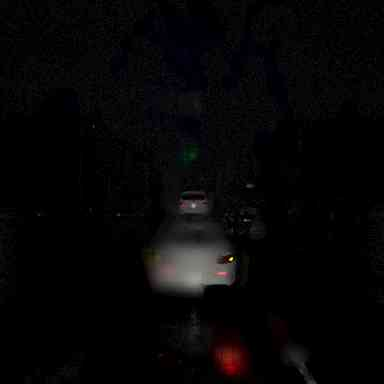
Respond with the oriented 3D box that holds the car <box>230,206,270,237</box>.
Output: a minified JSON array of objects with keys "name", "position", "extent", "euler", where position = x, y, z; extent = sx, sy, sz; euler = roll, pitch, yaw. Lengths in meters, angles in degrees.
[{"name":"car","position":[2.641,1.373,16.291],"extent":[2.008,1.369,4.403],"euler":[-1,1,0]}]

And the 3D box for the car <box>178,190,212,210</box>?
[{"name":"car","position":[0.117,0.954,25.446],"extent":[2.150,2.045,5.566],"euler":[0,1,0]}]

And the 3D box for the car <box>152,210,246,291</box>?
[{"name":"car","position":[0.084,1.430,8.626],"extent":[1.812,1.442,4.674],"euler":[0,1,1]}]

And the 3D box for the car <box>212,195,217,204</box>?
[{"name":"car","position":[2.680,1.030,48.734],"extent":[1.887,1.381,4.507],"euler":[-1,1,0]}]

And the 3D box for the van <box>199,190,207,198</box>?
[{"name":"van","position":[2.716,0.488,81.926],"extent":[1.690,1.788,3.998],"euler":[-1,1,0]}]

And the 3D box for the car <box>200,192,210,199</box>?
[{"name":"car","position":[2.707,0.804,70.863],"extent":[1.887,1.381,4.507],"euler":[-1,1,0]}]

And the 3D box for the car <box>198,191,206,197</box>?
[{"name":"car","position":[2.734,0.585,92.993],"extent":[2.008,1.369,4.403],"euler":[-1,1,0]}]

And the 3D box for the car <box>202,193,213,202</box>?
[{"name":"car","position":[2.694,0.954,59.799],"extent":[1.802,1.307,4.206],"euler":[-1,1,0]}]

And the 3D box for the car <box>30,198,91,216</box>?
[{"name":"car","position":[-11.105,1.293,28.258],"extent":[4.902,1.511,2.128],"euler":[0,2,0]}]

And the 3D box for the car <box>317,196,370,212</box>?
[{"name":"car","position":[14.192,1.074,31.172],"extent":[4.674,1.442,1.812],"euler":[0,2,-2]}]

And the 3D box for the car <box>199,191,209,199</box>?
[{"name":"car","position":[2.712,0.644,76.394],"extent":[1.967,1.590,4.097],"euler":[-1,1,0]}]
